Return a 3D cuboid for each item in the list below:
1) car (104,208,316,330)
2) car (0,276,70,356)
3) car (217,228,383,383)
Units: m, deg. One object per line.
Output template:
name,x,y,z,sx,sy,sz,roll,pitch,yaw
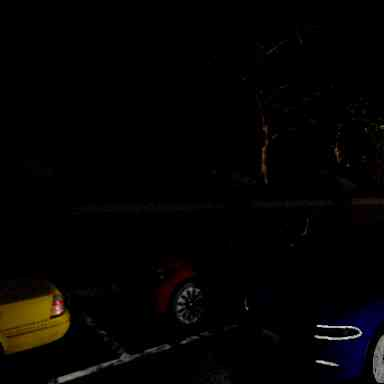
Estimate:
car,0.751,1.313,7.093,5.009,1.841,2.192,0,0,-36
car,-3.970,1.526,3.725,4.829,1.417,1.752,0,0,-36
car,2.980,1.475,5.480,5.008,1.535,1.882,0,0,-35
